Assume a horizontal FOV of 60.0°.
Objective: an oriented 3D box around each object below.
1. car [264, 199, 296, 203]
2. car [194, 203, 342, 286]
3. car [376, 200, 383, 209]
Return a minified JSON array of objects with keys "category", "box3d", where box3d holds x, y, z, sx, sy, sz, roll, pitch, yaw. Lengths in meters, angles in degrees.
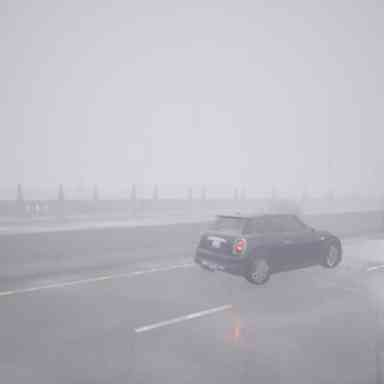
[{"category":"car","box3d":[6.388,1.356,25.688,4.553,1.767,2.097,0,0,-35]},{"category":"car","box3d":[2.344,1.349,9.687,4.553,1.767,2.097,0,0,-36]},{"category":"car","box3d":[26.411,1.573,44.125,4.892,1.490,1.837,1,-1,-35]}]
